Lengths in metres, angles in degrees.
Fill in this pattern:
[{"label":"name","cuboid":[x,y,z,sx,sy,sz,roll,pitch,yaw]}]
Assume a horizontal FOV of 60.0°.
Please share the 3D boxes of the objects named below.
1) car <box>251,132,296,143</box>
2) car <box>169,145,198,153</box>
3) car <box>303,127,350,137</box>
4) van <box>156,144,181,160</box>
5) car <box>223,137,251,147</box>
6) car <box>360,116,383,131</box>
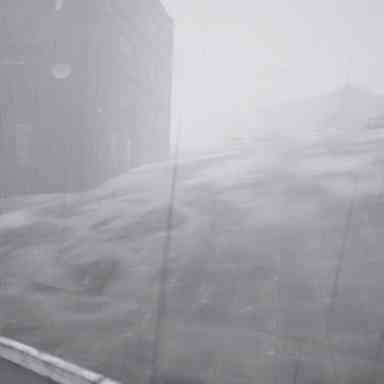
[{"label":"car","cuboid":[8.679,-5.277,33.733,2.185,1.767,4.553,1,2,-34]},{"label":"car","cuboid":[-0.620,-5.757,47.400,2.231,1.521,4.892,1,2,-34]},{"label":"car","cuboid":[11.865,-4.896,29.047,2.002,1.452,4.674,1,2,-34]},{"label":"van","cuboid":[-3.648,-6.172,51.855,1.878,1.987,4.442,1,2,-34]},{"label":"car","cuboid":[5.576,-5.483,38.295,2.185,1.767,4.553,1,2,-34]},{"label":"car","cuboid":[14.957,-4.852,24.504,2.185,1.767,4.553,1,2,-34]}]
